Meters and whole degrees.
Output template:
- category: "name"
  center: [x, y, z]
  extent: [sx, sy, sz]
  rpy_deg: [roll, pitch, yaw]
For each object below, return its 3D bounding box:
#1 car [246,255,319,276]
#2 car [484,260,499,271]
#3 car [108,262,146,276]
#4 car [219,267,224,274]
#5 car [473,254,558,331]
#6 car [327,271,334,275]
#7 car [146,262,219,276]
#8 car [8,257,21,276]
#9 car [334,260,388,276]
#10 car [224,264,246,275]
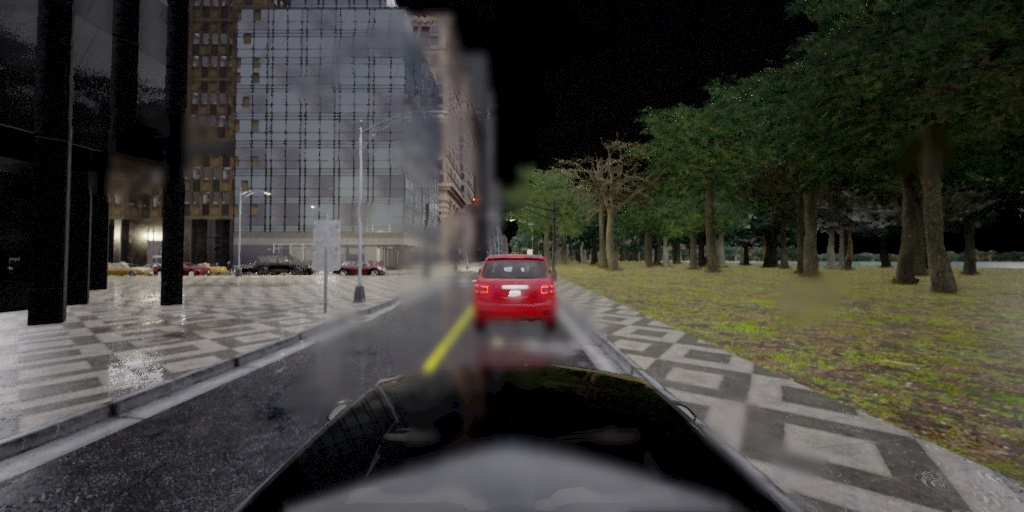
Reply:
- category: "car"
  center: [-22.378, 0.972, 35.361]
  extent: [5.566, 2.045, 2.150]
  rpy_deg: [0, -1, 0]
- category: "car"
  center: [-3.029, 1.372, 53.282]
  extent: [2.033, 1.411, 5.357]
  rpy_deg: [0, 0, -2]
- category: "car"
  center: [-35.245, 1.214, 32.674]
  extent: [4.829, 1.417, 1.751]
  rpy_deg: [0, 0, 0]
- category: "car"
  center: [-35.579, 1.437, 41.196]
  extent: [4.829, 1.417, 1.751]
  rpy_deg: [0, 0, 0]
- category: "car"
  center: [0.104, 0.972, 11.071]
  extent: [2.150, 2.045, 5.566]
  rpy_deg: [0, 0, 0]
- category: "car"
  center: [-18.949, 1.467, 41.195]
  extent: [4.313, 1.339, 1.948]
  rpy_deg: [0, 0, 0]
- category: "car"
  center: [-29.927, 1.231, 32.674]
  extent: [4.507, 1.381, 1.888]
  rpy_deg: [0, 0, 0]
- category: "car"
  center: [-46.391, 1.134, 32.675]
  extent: [4.097, 1.591, 1.967]
  rpy_deg: [0, 0, 0]
- category: "car"
  center: [-13.497, 1.115, 32.673]
  extent: [4.097, 1.591, 1.967]
  rpy_deg: [0, 0, -1]
- category: "car"
  center: [-29.922, 1.474, 41.196]
  extent: [4.313, 1.339, 1.948]
  rpy_deg: [0, 0, 0]
